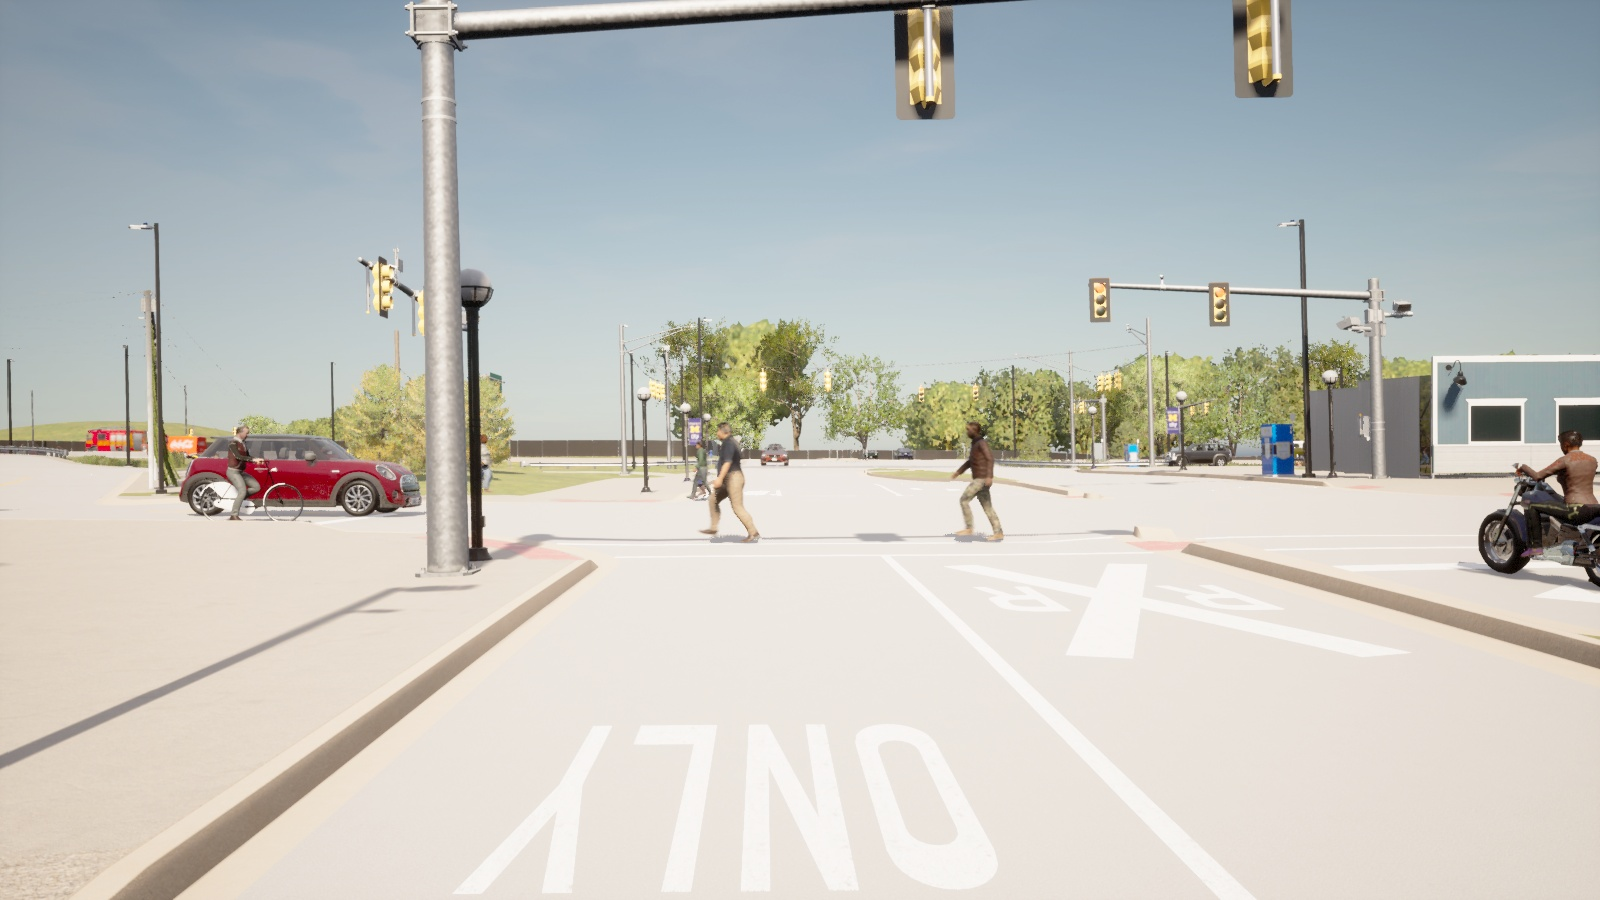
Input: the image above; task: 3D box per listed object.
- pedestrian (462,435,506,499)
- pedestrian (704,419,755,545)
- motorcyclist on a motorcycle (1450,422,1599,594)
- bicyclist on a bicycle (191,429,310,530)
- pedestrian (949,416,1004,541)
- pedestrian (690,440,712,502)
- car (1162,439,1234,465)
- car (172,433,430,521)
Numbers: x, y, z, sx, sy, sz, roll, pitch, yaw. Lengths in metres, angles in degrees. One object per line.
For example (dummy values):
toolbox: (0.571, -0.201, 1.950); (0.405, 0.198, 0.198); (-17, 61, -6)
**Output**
pedestrian: (-9.397, 0.494, 37.326); (0.900, 1.855, 0.874); (-2, -1, 18)
pedestrian: (-1.052, 0.477, 18.853); (0.694, 1.848, 0.540); (-2, -1, -1)
motorcyclist on a motorcycle: (7.965, 0.535, 13.254); (0.766, 1.649, 2.350); (-1, 1, -6)
bicyclist on a bicycle: (-9.851, 0.525, 22.564); (1.843, 1.776, 0.659); (0, -1, -2)
pedestrian: (2.647, 0.429, 18.853); (0.703, 1.840, 0.431); (-2, -1, 0)
pedestrian: (-2.995, 0.632, 38.047); (0.614, 1.847, 0.353); (-2, -1, -3)
car: (28.867, 0.147, 91.226); (4.605, 1.855, 1.932); (-1, -1, -1)
car: (-10.302, 0.550, 26.207); (4.553, 1.767, 2.097); (0, -1, -2)
